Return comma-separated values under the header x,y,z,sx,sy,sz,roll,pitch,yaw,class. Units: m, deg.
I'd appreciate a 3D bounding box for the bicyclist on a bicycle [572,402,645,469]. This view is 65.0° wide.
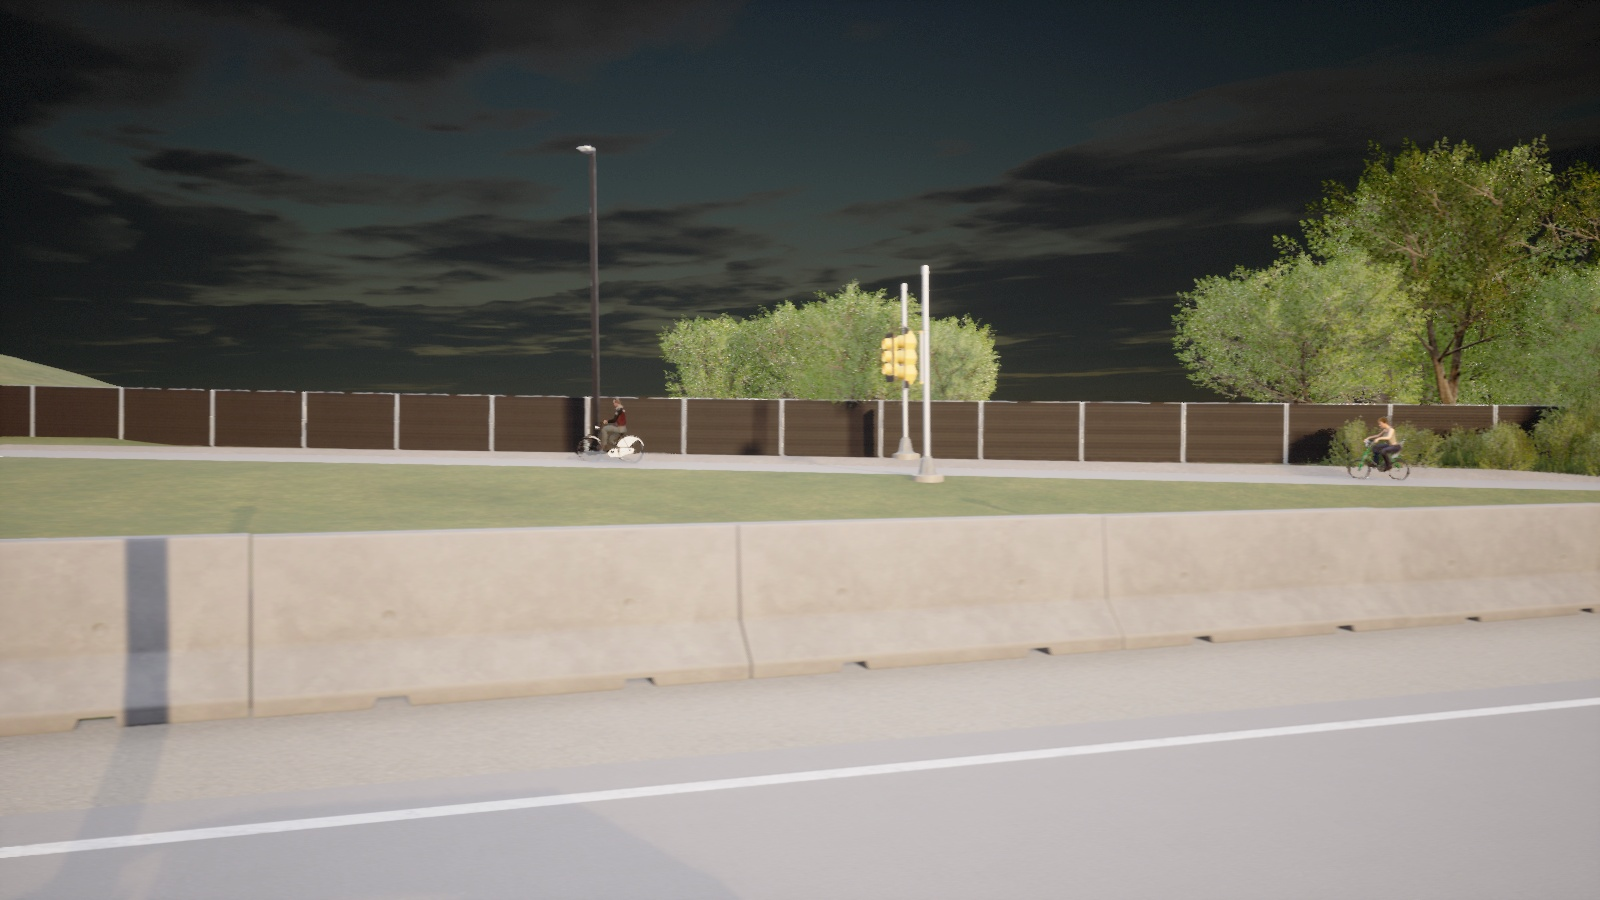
x,y,z,sx,sy,sz,roll,pitch,yaw,class
-5.174,-0.401,33.999,1.843,1.776,0.659,0,2,6,bicyclist on a bicycle

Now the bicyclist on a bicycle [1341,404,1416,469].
x,y,z,sx,sy,sz,roll,pitch,yaw,class
14.676,-0.344,31.877,1.509,1.612,0.866,0,2,6,bicyclist on a bicycle
